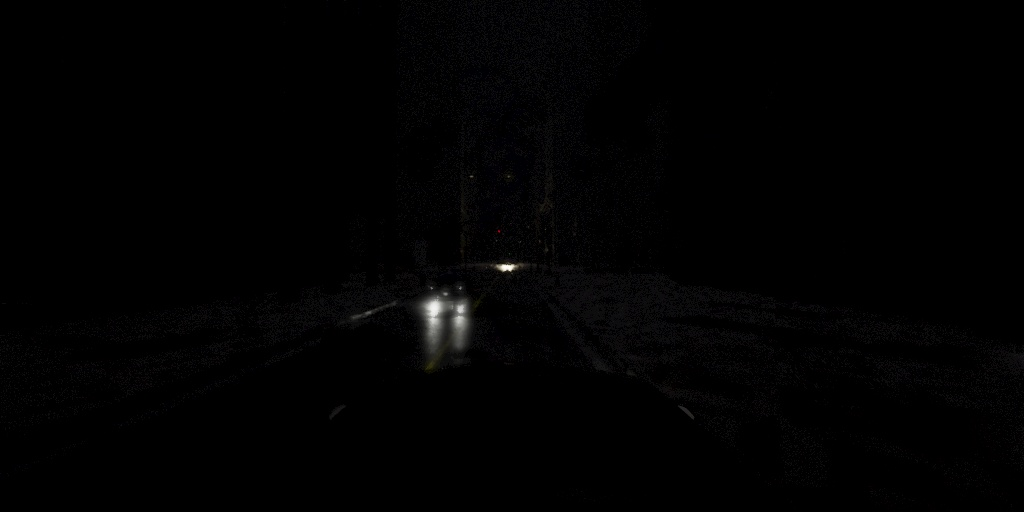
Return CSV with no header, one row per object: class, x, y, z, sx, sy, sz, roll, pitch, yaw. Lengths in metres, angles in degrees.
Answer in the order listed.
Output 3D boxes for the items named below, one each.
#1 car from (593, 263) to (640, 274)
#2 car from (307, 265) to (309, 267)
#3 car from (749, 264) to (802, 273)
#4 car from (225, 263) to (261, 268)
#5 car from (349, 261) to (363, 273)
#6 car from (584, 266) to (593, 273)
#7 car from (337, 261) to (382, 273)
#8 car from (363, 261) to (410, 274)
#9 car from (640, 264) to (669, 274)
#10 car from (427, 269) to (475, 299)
car,12.328,1.564,42.472,4.403,1.370,2.007,0,0,0
car,-30.959,1.627,50.852,4.507,1.381,1.888,0,0,0
car,33.043,1.519,45.321,5.008,1.535,1.882,0,-1,0
car,-30.661,1.463,42.330,4.313,1.339,1.948,0,0,0
car,-20.061,1.463,42.365,4.507,1.381,1.888,0,0,0
car,12.329,1.639,50.995,4.097,1.591,1.967,0,0,0
car,-19.148,1.354,45.149,4.892,1.490,1.837,0,-1,0
car,-14.592,1.456,42.384,4.829,1.417,1.751,0,0,0
car,17.998,1.600,42.491,4.313,1.339,1.948,0,0,0
car,-3.096,1.417,19.361,2.033,1.411,5.357,0,0,0
